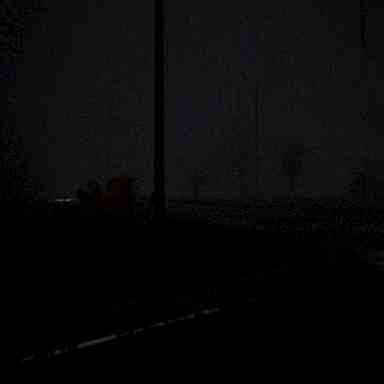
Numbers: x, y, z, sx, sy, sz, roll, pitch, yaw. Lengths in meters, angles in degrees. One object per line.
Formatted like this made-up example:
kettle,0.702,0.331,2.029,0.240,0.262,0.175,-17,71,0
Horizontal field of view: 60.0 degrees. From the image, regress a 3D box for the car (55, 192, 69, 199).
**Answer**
car,-26.354,0.686,67.579,1.882,1.535,5.008,-1,1,-34
